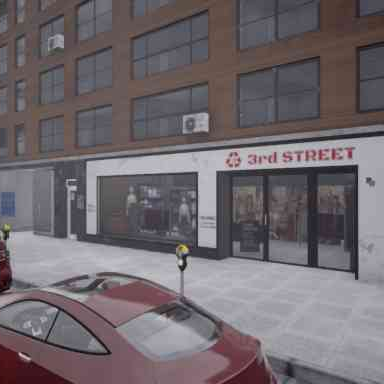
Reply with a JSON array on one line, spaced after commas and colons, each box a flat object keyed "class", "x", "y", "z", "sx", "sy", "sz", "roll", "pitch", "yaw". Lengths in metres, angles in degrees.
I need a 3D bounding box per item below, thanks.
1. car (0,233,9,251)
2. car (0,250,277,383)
[{"class": "car", "x": -5.693, "y": 1.315, "z": 6.858, "sx": 5.009, "sy": 1.841, "sz": 2.192, "roll": 0, "pitch": 0, "yaw": 35}, {"class": "car", "x": -1.196, "y": 1.582, "z": 3.659, "sx": 4.206, "sy": 1.307, "sz": 1.802, "roll": 0, "pitch": 0, "yaw": 35}]
